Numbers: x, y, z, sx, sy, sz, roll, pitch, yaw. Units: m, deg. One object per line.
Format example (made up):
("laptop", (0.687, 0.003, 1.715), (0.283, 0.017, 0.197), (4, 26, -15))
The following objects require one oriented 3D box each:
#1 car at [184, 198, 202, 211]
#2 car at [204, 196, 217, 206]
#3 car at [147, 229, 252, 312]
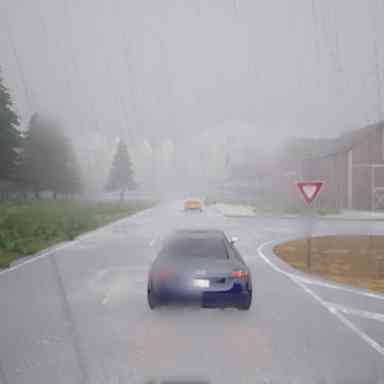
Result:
("car", (0.118, 1.438, 39.511), (1.882, 1.535, 5.008), (0, 0, 0))
("car", (2.997, 1.400, 55.444), (1.816, 1.474, 4.193), (-6, 0, -2))
("car", (0.175, 1.556, 7.787), (1.994, 1.385, 4.181), (0, 0, 1))
